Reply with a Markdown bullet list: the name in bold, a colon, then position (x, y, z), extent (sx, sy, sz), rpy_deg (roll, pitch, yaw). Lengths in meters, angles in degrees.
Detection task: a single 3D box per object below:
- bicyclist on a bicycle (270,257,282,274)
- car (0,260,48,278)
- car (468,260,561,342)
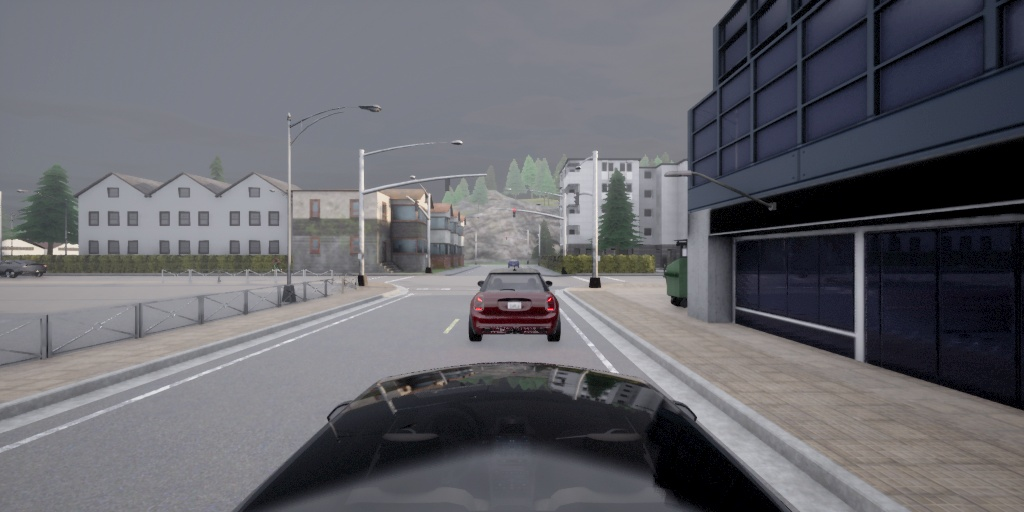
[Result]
- **bicyclist on a bicycle**: position (-22.227, 0.874, 33.802), extent (0.582, 1.620, 1.656), rpy_deg (0, 0, 0)
- **car**: position (-42.115, 1.065, 30.041), extent (4.902, 1.511, 2.128), rpy_deg (0, 0, 0)
- **car**: position (0.081, 1.102, 9.970), extent (2.097, 1.767, 4.553), rpy_deg (0, 0, 1)
